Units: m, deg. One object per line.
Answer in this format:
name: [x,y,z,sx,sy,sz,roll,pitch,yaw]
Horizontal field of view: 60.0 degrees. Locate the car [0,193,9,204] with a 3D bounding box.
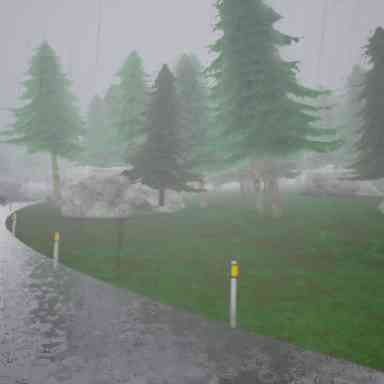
car: [-21.762,0.725,36.390,2.128,1.511,4.902,-4,2,-8]
